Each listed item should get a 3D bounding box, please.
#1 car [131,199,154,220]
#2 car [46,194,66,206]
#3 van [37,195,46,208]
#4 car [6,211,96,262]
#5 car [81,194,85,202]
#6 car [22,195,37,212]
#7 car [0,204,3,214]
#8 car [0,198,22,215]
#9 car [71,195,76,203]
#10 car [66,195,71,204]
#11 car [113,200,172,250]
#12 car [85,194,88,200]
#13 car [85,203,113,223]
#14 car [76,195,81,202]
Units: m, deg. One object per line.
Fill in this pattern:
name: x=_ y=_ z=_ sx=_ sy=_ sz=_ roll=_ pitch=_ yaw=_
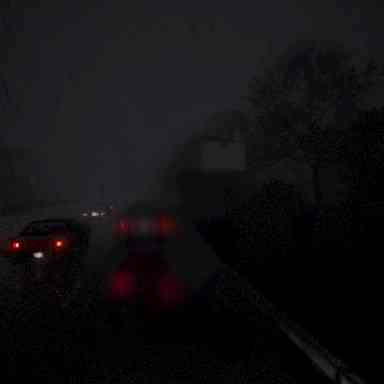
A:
car: x=-4.451 y=1.468 z=29.693 sx=1.837 sy=1.490 sz=4.892 roll=-1 pitch=1 yaw=-9
car: x=-24.787 y=1.441 z=59.116 sx=2.435 sy=2.045 sz=5.566 roll=-1 pitch=0 yaw=-9
van: x=-23.013 y=1.476 z=47.993 sx=1.878 sy=1.987 sz=4.442 roll=-1 pitch=0 yaw=-9
car: x=-5.043 y=1.647 z=12.446 sx=1.895 sy=1.301 sz=4.718 roll=-1 pitch=0 yaw=-8
car: x=-28.255 y=1.548 z=80.877 sx=2.185 sy=1.767 sz=4.553 roll=-1 pitch=0 yaw=-9
car: x=-22.164 y=1.581 z=42.683 sx=2.185 sy=1.767 sz=4.553 roll=-1 pitch=0 yaw=-9
car: x=-20.436 y=1.756 z=31.866 sx=2.002 sy=1.452 sz=4.674 roll=-1 pitch=0 yaw=-9
car: x=-21.294 y=1.586 z=37.227 sx=2.185 sy=1.767 sz=4.553 roll=-1 pitch=0 yaw=-9
car: x=-26.509 y=1.684 z=69.939 sx=2.231 sy=1.521 sz=4.892 roll=-1 pitch=0 yaw=-9
car: x=-25.639 y=1.688 z=64.482 sx=2.097 sy=1.535 sz=5.008 roll=-1 pitch=0 yaw=-9
car: x=-2.086 y=1.329 z=14.582 sx=2.097 sy=1.767 sz=4.553 roll=-1 pitch=0 yaw=-9
car: x=-29.138 y=1.709 z=86.428 sx=2.002 sy=1.452 sz=4.674 roll=-1 pitch=0 yaw=-9
car: x=-7.082 y=1.580 z=25.307 sx=2.033 sy=1.411 sz=5.357 roll=-1 pitch=0 yaw=-8
car: x=-27.386 y=1.553 z=75.420 sx=2.185 sy=1.767 sz=4.553 roll=-1 pitch=0 yaw=-9
